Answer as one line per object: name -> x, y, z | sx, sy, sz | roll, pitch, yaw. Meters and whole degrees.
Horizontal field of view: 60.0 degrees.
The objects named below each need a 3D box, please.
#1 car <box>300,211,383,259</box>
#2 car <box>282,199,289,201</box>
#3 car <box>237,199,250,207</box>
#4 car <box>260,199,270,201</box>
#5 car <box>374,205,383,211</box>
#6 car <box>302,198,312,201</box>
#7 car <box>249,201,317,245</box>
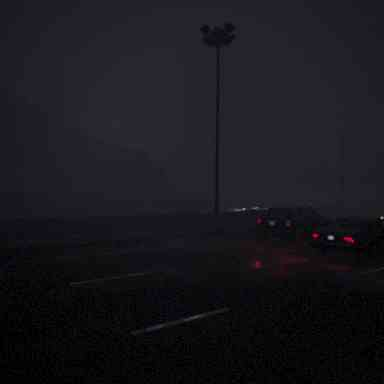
car -> 6.806, 1.685, 13.317 | 5.357, 1.411, 2.033 | 1, 0, -40
car -> 16.170, 2.009, 57.469 | 1.812, 1.442, 4.674 | 0, 0, 18
car -> 9.159, 1.922, 58.612 | 2.128, 1.511, 4.902 | 0, 0, 19
car -> 12.605, 1.933, 57.864 | 1.882, 1.535, 5.008 | 1, 0, 19
car -> 16.687, 1.838, 28.545 | 1.812, 1.442, 4.674 | 0, 0, 37
car -> 18.985, 1.845, 54.968 | 2.097, 1.767, 4.553 | 0, -1, 19
car -> 5.279, 1.495, 16.643 | 4.553, 1.767, 2.097 | 1, -1, -41
